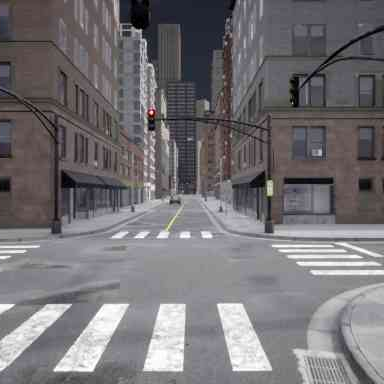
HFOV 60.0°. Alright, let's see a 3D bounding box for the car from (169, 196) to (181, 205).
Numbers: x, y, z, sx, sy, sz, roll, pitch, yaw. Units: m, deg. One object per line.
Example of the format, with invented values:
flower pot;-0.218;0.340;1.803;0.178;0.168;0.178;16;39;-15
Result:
car;-2.987;1.457;59.698;1.882;1.535;5.008;0;0;0
